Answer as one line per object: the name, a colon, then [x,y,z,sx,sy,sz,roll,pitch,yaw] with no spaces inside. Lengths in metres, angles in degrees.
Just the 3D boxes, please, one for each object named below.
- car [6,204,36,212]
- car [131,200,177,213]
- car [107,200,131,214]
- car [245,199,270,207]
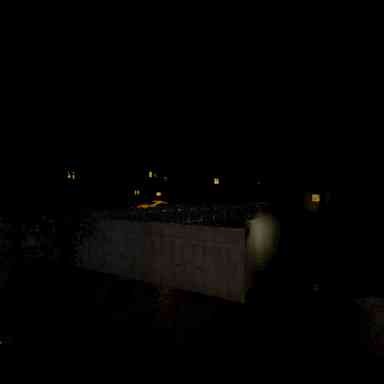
car: [-13.554,1.469,23.721,2.033,1.411,5.357,4,2,38]
car: [-2.989,1.596,31.783,1.882,1.535,5.008,4,2,42]
car: [-5.775,1.513,33.138,2.033,1.411,5.357,4,2,43]
car: [9.434,1.669,47.165,4.674,1.442,1.812,1,2,-38]
